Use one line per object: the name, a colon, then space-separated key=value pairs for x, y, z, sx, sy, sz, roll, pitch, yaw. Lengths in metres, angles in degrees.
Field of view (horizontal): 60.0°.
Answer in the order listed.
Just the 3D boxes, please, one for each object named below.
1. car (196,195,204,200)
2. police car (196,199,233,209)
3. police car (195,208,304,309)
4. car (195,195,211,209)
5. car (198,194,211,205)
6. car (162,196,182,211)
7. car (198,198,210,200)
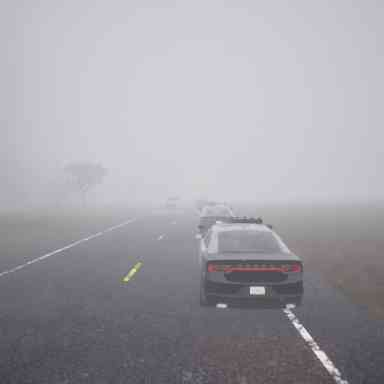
car: x=2.234 y=1.513 z=94.823 sx=1.994 sy=1.385 sz=4.181 roll=0 pitch=0 yaw=7
police car: x=1.310 y=1.426 z=18.050 sx=1.930 sy=1.638 sz=5.238 roll=0 pitch=0 yaw=1
police car: x=1.117 y=1.425 z=8.085 sx=1.930 sy=1.638 sz=5.238 roll=0 pitch=0 yaw=1
car: x=1.450 y=1.497 z=45.940 sx=1.837 sy=1.490 sz=4.892 roll=0 pitch=0 yaw=4
car: x=2.342 y=1.335 z=60.020 sx=2.097 sy=1.767 sz=4.553 roll=0 pitch=0 yaw=4
car: x=-2.414 y=1.347 z=41.198 sx=2.097 sy=1.767 sz=4.553 roll=0 pitch=0 yaw=3
car: x=1.486 y=1.456 z=24.107 sx=1.801 sy=1.575 sz=5.366 roll=0 pitch=0 yaw=2
